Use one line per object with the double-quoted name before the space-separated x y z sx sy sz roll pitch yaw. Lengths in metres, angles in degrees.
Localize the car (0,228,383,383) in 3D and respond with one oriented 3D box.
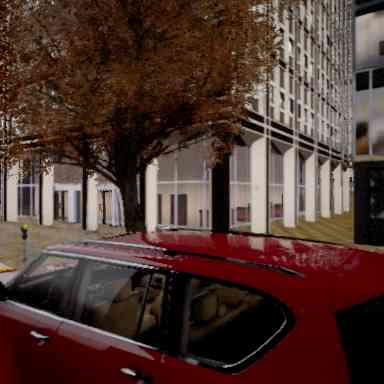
"car" -0.528 1.302 3.258 5.009 1.841 2.192 0 0 36
